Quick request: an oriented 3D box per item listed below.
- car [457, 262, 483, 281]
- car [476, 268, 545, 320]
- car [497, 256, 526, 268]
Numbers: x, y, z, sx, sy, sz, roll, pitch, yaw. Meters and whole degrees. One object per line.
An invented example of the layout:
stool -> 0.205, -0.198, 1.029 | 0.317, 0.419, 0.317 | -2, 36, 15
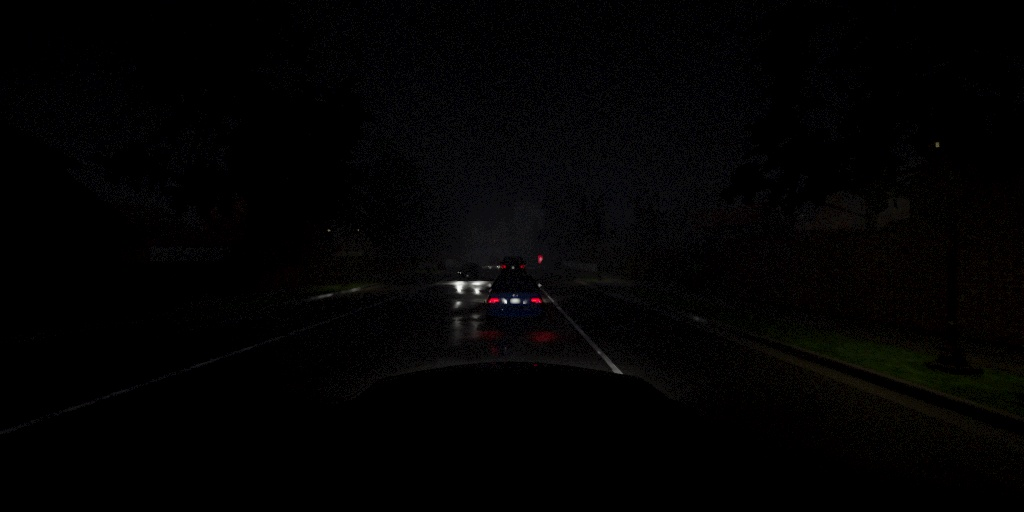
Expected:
car -> -3.605, 1.331, 31.359 | 1.837, 1.490, 4.892 | 0, 0, 0
car -> 0.092, 1.332, 12.683 | 2.033, 1.411, 5.357 | 0, 0, 0
car -> 0.091, 1.048, 31.702 | 2.150, 2.045, 5.566 | 0, 0, 0
